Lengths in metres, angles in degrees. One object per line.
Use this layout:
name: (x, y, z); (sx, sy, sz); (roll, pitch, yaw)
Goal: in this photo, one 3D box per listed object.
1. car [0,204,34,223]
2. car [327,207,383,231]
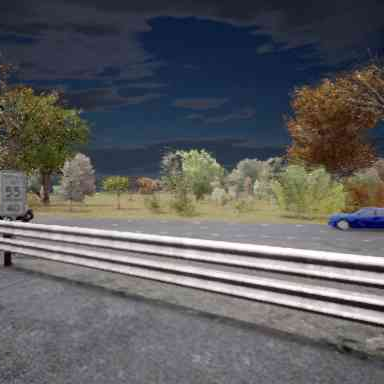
car: (-14.719, 1.668, 25.777); (5.008, 1.535, 1.882); (0, 0, 16)
car: (11.598, 1.768, 21.960); (5.008, 1.535, 1.882); (0, 0, 16)
